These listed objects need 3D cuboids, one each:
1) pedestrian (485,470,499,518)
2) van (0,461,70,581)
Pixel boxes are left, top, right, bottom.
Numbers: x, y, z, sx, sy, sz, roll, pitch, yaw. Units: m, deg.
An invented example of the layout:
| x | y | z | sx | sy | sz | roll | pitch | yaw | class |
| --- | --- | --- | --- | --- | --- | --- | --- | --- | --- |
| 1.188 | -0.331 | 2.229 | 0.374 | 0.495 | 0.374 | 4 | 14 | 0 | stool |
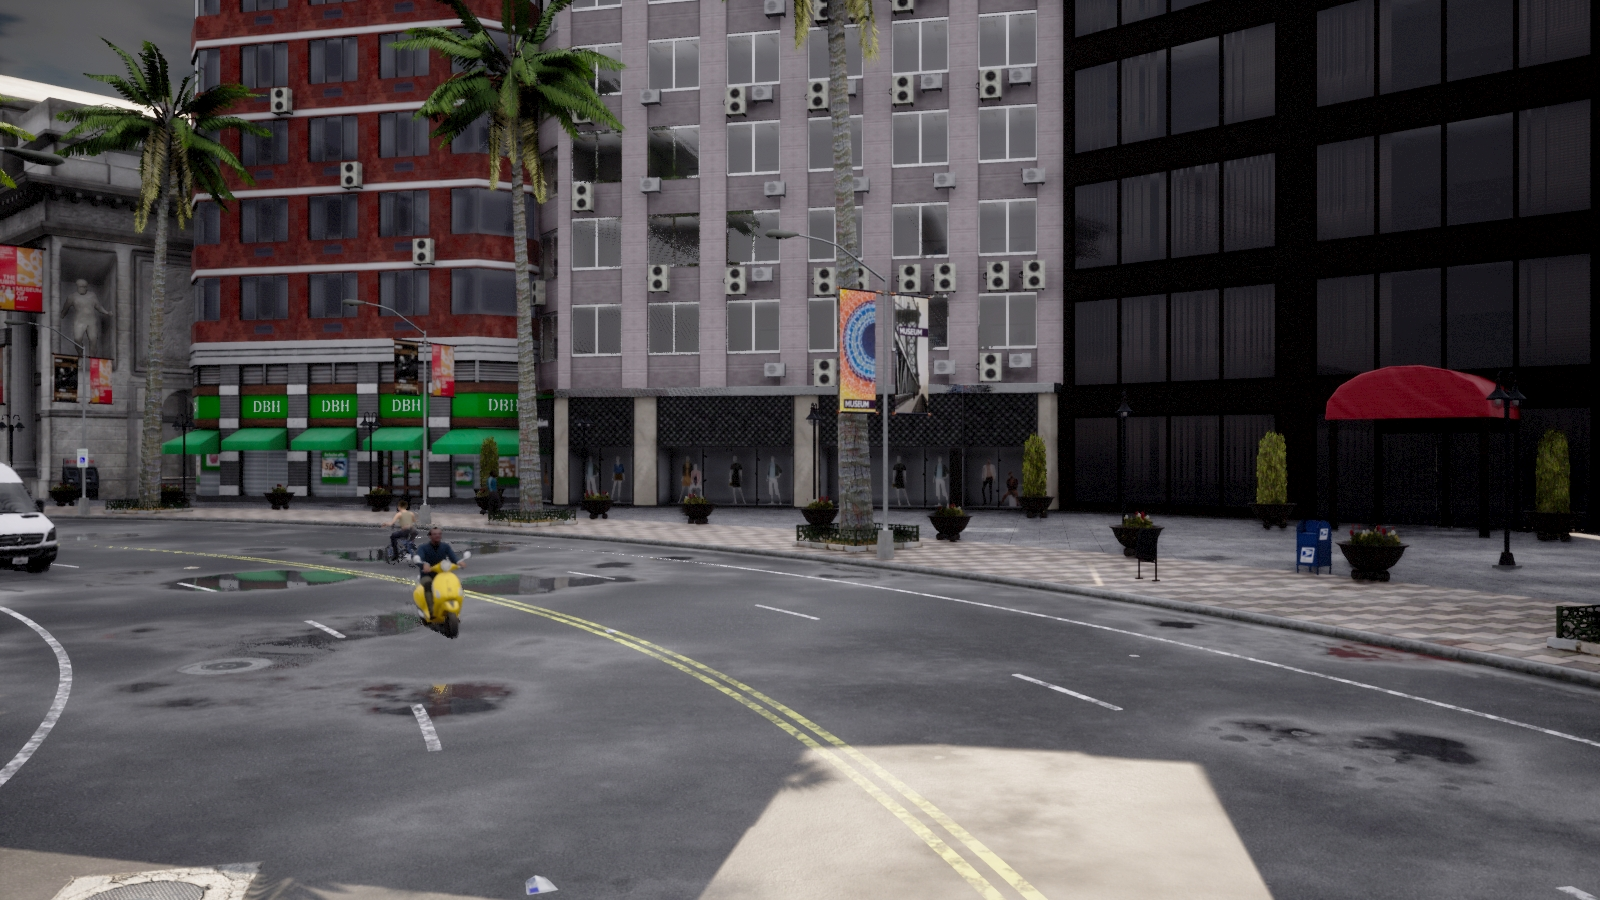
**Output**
| x | y | z | sx | sy | sz | roll | pitch | yaw | class |
| --- | --- | --- | --- | --- | --- | --- | --- | --- | --- |
| -11.976 | 1.697 | 44.377 | 0.375 | 1.860 | 0.375 | 0 | 0 | 30 | pedestrian |
| -19.520 | 1.534 | 26.429 | 5.915 | 2.561 | 1.988 | 0 | 0 | 31 | van |
